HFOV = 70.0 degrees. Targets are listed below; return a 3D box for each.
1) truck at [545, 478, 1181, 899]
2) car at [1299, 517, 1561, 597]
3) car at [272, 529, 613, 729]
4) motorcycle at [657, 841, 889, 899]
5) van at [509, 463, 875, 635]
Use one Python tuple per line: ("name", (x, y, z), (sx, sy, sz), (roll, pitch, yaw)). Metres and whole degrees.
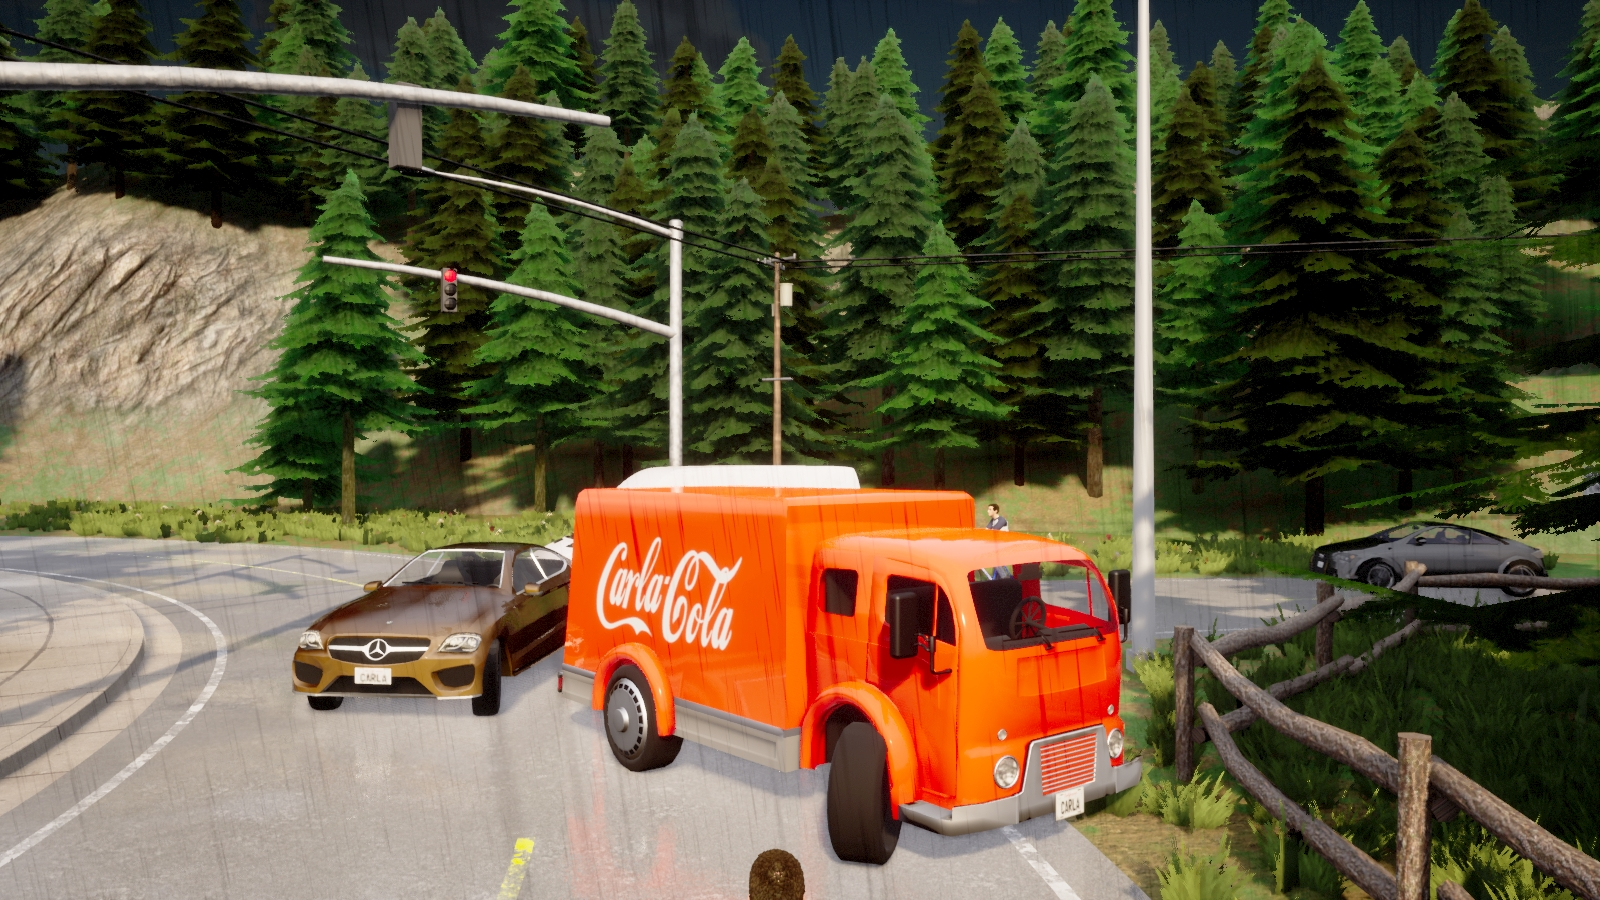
("truck", (0.202, 1.542, 9.769), (2.627, 2.467, 5.204), (0, 0, -39))
("car", (12.574, 2.119, 23.052), (4.181, 1.385, 1.994), (0, 0, 6))
("car", (-4.038, 1.970, 14.038), (2.152, 1.651, 5.027), (0, 0, 6))
("motorcycle", (-0.074, 2.159, 3.526), (0.803, 1.199, 2.033), (0, 0, -2))
("van", (-1.776, 1.528, 19.549), (5.915, 2.561, 1.988), (0, 0, -27))
